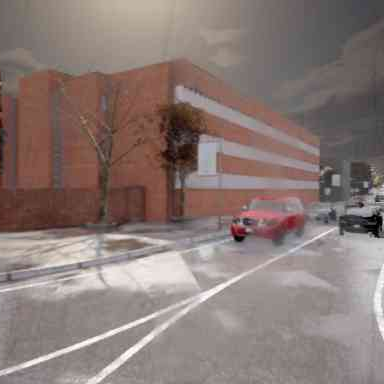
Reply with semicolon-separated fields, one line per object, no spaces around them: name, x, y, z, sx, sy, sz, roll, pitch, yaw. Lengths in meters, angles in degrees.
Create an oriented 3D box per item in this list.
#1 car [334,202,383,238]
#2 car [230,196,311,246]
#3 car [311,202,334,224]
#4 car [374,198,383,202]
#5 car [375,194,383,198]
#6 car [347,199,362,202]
car;9.596;1.567;18.743;1.882;1.535;5.008;1;1;33
car;3.905;1.261;16.266;2.150;2.045;5.566;1;1;33
car;9.800;1.526;25.443;2.128;1.511;4.902;1;1;33
car;17.378;1.632;30.910;2.033;1.411;5.357;1;1;33
car;24.130;1.295;41.659;2.150;2.045;5.566;1;1;33
car;20.674;1.570;42.382;2.033;1.411;5.357;1;1;33
